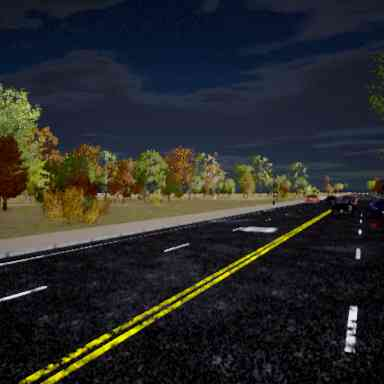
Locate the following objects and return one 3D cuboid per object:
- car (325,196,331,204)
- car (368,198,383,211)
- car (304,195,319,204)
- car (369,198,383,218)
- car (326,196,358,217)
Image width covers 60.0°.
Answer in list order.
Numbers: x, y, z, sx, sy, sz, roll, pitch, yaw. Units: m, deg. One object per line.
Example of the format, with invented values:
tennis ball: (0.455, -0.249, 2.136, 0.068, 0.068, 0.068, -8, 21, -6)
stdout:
car: (25.029, 1.417, 59.567, 1.837, 1.490, 4.892, 0, 0, 28)
car: (22.503, 1.484, 40.314, 2.033, 1.411, 5.357, 0, 0, 28)
car: (21.670, 1.268, 60.166, 2.097, 1.767, 4.553, 0, 0, 28)
car: (16.607, 1.481, 28.952, 1.812, 1.442, 4.674, 0, 0, 28)
car: (14.182, 1.446, 31.169, 2.128, 1.511, 4.902, 0, 0, 27)
